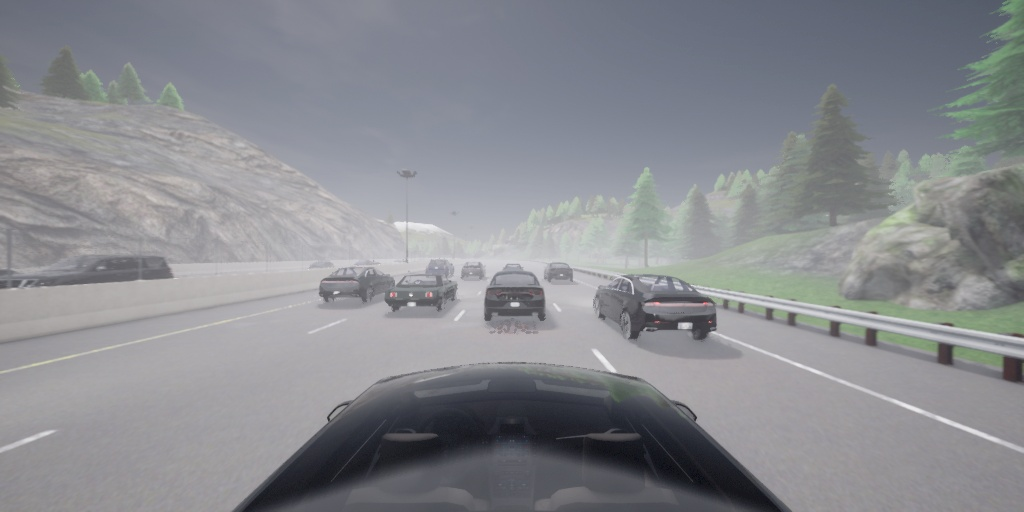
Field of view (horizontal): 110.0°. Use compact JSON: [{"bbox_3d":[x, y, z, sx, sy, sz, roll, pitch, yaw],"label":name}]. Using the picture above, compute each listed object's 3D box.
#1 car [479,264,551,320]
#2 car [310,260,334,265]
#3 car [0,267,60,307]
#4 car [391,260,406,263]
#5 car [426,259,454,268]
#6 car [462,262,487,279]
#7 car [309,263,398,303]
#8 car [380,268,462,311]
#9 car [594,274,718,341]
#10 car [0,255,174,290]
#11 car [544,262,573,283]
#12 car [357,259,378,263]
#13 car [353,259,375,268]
[{"bbox_3d":[0.092,1.227,12.675,1.882,1.535,5.008,0,0,0],"label":"car"},{"bbox_3d":[-28.053,1.310,53.048,1.994,1.385,4.181,0,0,1],"label":"car"},{"bbox_3d":[-21.099,1.253,13.563,1.837,1.490,4.892,0,0,0],"label":"car"},{"bbox_3d":[-17.557,1.273,55.632,1.812,1.442,4.674,0,0,0],"label":"car"},{"bbox_3d":[-6.898,1.100,34.762,2.097,1.767,4.553,0,0,0],"label":"car"},{"bbox_3d":[-3.401,1.240,32.171,2.128,1.511,4.902,0,0,0],"label":"car"},{"bbox_3d":[-6.900,1.241,16.507,2.128,1.511,4.902,0,0,0],"label":"car"},{"bbox_3d":[-3.399,1.350,14.397,1.895,1.301,4.718,0,0,0],"label":"car"},{"bbox_3d":[3.601,1.241,9.874,2.128,1.511,4.902,0,0,0],"label":"car"},{"bbox_3d":[-17.599,0.969,15.210,2.150,2.045,5.566,0,0,0],"label":"car"},{"bbox_3d":[3.598,1.227,28.422,1.882,1.535,5.008,0,0,0],"label":"car"},{"bbox_3d":[-21.060,1.348,53.039,1.895,1.301,4.718,0,0,1],"label":"car"},{"bbox_3d":[-24.529,1.272,59.634,1.812,1.442,4.674,0,0,1],"label":"car"}]
